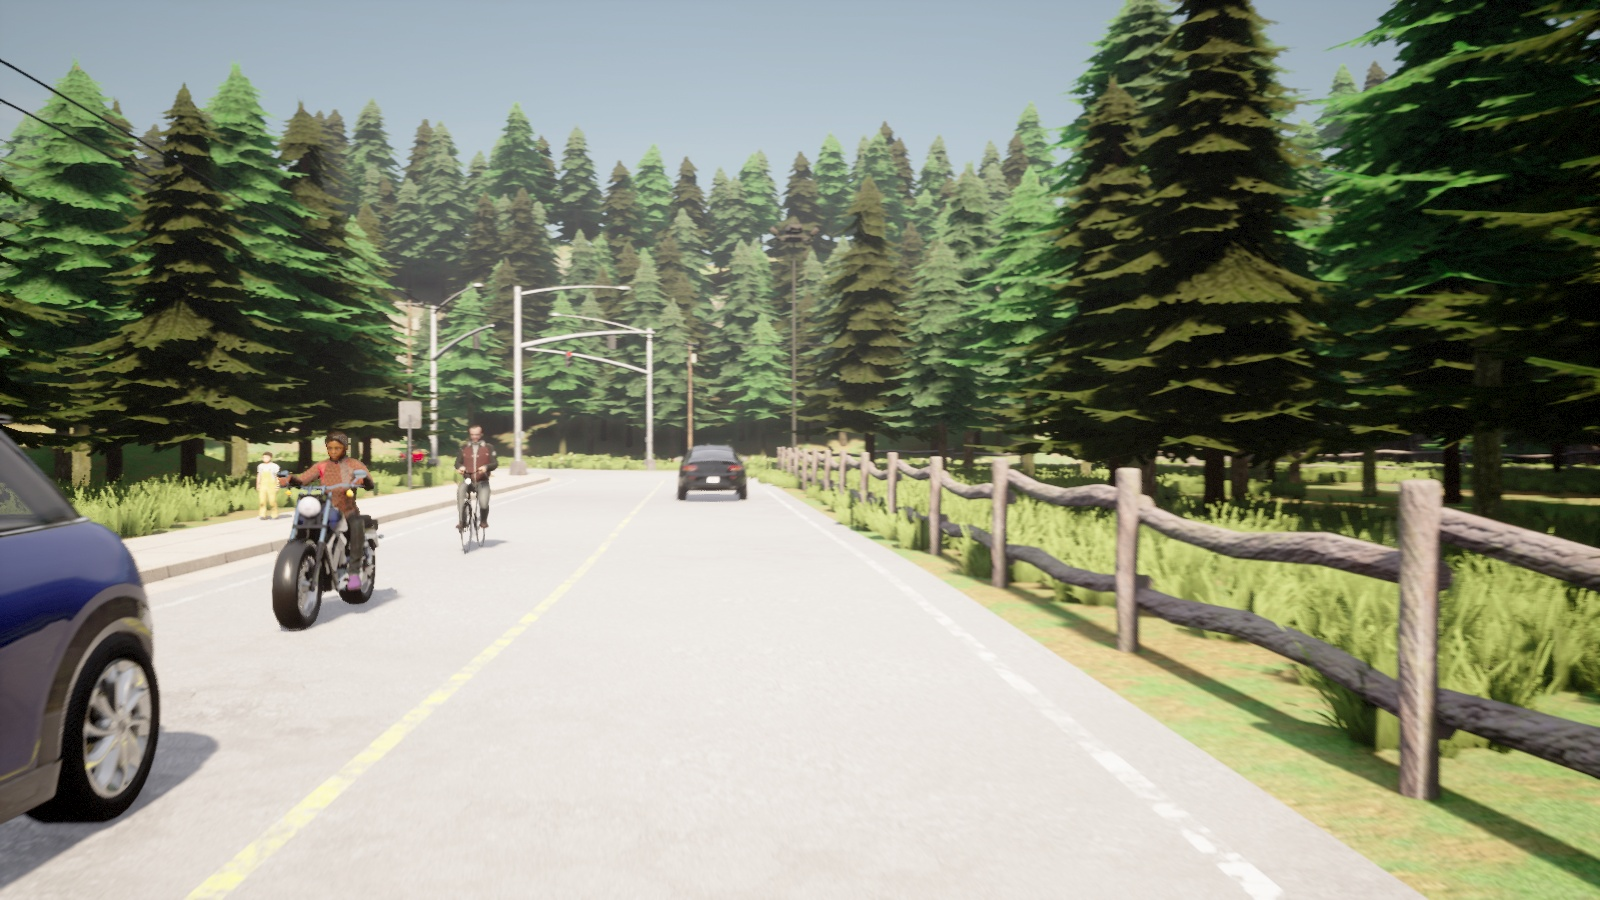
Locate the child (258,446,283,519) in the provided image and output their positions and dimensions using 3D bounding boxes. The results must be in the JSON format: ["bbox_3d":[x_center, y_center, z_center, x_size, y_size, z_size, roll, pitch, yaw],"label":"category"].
[{"bbox_3d":[-9.296,0.569,22.047,0.270,1.263,0.437,0,0,-2],"label":"child"}]

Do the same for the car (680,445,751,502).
[{"bbox_3d":[-2.326,0.584,34.312,1.812,1.442,4.674,0,0,-4],"label":"car"}]

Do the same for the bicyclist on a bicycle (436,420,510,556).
[{"bbox_3d":[-4.492,0.518,17.352,0.659,1.776,1.843,0,-1,-4],"label":"bicyclist on a bicycle"}]

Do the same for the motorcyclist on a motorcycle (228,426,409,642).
[{"bbox_3d":[-4.046,0.635,10.776,0.766,1.649,2.350,0,0,-3],"label":"motorcyclist on a motorcycle"}]

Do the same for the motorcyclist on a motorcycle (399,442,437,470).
[{"bbox_3d":[-21.517,0.331,70.661,2.044,1.523,0.797,0,1,27],"label":"motorcyclist on a motorcycle"}]

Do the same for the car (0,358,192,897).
[{"bbox_3d":[-3.634,0.586,3.207,2.097,1.767,4.553,0,0,-2],"label":"car"}]
